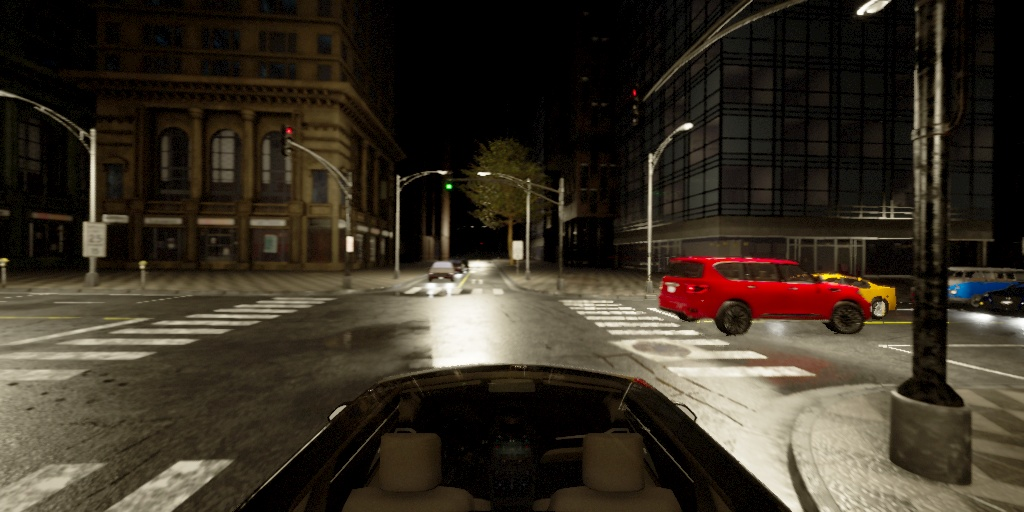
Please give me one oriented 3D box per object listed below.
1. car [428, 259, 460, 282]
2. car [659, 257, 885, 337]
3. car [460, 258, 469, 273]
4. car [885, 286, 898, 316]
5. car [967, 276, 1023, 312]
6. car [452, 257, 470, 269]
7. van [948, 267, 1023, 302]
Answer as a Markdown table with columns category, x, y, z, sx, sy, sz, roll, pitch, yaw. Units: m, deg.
| category | x | y | z | sx | sy | sz | roll | pitch | yaw |
| --- | --- | --- | --- | --- | --- | --- | --- | --- | --- |
| car | -5.216 | 1.096 | 27.117 | 2.033 | 1.411 | 5.357 | 1 | 0 | -8 |
| car | 7.184 | 1.082 | 10.477 | 5.566 | 2.045 | 2.150 | 1 | -1 | -7 |
| car | -5.918 | 0.996 | 37.127 | 2.033 | 1.411 | 5.357 | 1 | 1 | -4 |
| car | 11.354 | 1.404 | 13.360 | 5.008 | 1.535 | 1.882 | 1 | 0 | -4 |
| car | 21.168 | 1.649 | 14.053 | 4.181 | 1.385 | 1.994 | 1 | 0 | -4 |
| car | -6.601 | 0.905 | 46.867 | 1.994 | 1.385 | 4.181 | 1 | 1 | -4 |
| van | 21.729 | 1.428 | 16.761 | 3.998 | 1.789 | 1.690 | 0 | 0 | -4 |
